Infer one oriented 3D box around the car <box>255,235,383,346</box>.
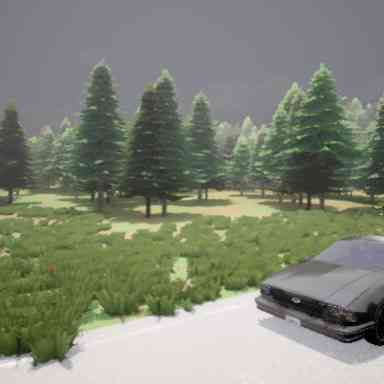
[{"bbox_3d":[3.725,1.617,6.643,5.357,1.411,2.033,1,0,-35],"label":"car"}]
